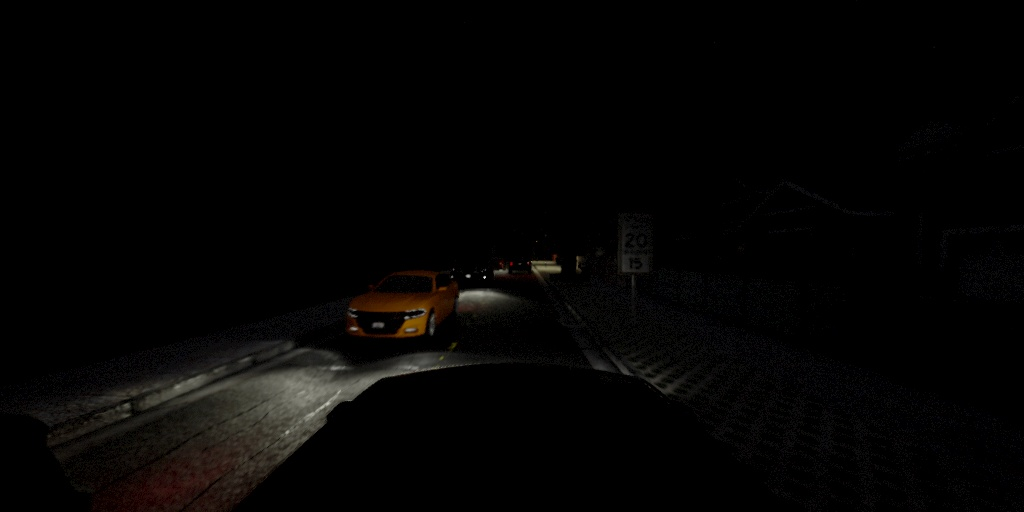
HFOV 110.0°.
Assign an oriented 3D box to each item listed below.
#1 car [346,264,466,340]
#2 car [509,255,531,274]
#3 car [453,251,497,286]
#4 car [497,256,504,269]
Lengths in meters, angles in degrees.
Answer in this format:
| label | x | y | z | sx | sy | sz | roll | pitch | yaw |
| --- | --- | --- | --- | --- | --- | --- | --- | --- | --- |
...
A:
| label | x | y | z | sx | sy | sz | roll | pitch | yaw |
| --- | --- | --- | --- | --- | --- | --- | --- | --- | --- |
| car | -2.699 | 1.140 | 9.926 | 1.882 | 1.535 | 5.008 | 1 | 1 | 2 |
| car | 0.782 | 0.687 | 34.481 | 2.097 | 1.767 | 4.553 | 1 | 1 | 2 |
| car | -2.389 | 0.707 | 22.878 | 2.150 | 2.045 | 5.566 | 1 | 1 | 1 |
| car | -1.893 | 0.702 | 40.813 | 1.882 | 1.535 | 5.008 | 1 | 1 | 1 |
